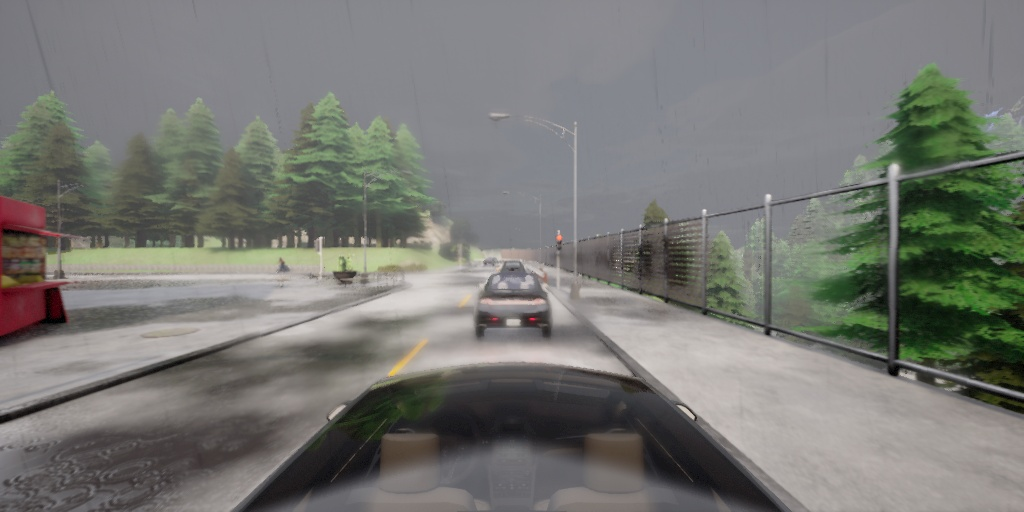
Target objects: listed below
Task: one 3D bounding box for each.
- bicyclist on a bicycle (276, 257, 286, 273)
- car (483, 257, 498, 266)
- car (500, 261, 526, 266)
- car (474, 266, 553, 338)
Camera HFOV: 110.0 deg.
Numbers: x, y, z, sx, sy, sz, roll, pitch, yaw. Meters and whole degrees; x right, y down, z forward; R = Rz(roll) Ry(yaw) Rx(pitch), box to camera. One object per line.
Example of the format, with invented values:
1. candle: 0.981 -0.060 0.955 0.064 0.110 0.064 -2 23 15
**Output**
1. bicyclist on a bicycle: -24.146 0.920 37.531 0.582 1.620 1.656 0 1 0
2. car: -4.001 0.988 62.955 2.033 1.411 5.357 0 0 1
3. car: 0.077 1.121 28.527 1.837 1.490 4.892 0 1 0
4. car: 0.049 1.199 10.045 2.128 1.511 4.902 0 0 1
